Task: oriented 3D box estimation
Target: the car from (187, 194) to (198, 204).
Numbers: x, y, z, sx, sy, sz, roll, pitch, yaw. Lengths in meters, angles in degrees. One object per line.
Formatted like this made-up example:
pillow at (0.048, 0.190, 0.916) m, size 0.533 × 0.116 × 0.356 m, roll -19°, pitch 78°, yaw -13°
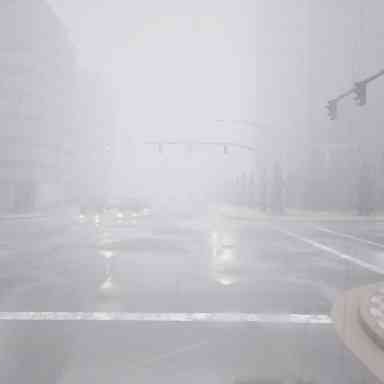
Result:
car at (0.097, 1.547, 66.143) m, size 2.033 × 1.411 × 5.357 m, roll 0°, pitch 0°, yaw 0°

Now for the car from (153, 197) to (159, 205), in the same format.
car at (-6.999, 1.563, 58.373) m, size 1.994 × 1.385 × 4.181 m, roll 0°, pitch 0°, yaw 0°

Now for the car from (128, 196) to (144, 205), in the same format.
car at (-10.460, 1.547, 62.119) m, size 2.033 × 1.411 × 5.357 m, roll 0°, pitch 0°, yaw 1°

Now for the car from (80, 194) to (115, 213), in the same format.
car at (-10.545, 1.221, 36.780) m, size 2.150 × 2.045 × 5.566 m, roll 0°, pitch 0°, yaw 0°

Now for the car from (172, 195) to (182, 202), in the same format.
car at (-3.388, 1.494, 76.045) m, size 2.128 × 1.511 × 4.902 m, roll 0°, pitch 0°, yaw 0°

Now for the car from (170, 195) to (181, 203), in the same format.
car at (-3.402, 1.505, 66.718) m, size 1.837 × 1.490 × 4.892 m, roll 0°, pitch 0°, yaw 0°

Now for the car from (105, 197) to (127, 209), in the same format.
car at (-10.530, 1.477, 46.481) m, size 1.882 × 1.535 × 5.008 m, roll 0°, pitch 0°, yaw 0°

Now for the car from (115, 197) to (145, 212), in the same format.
car at (-7.044, 1.352, 38.123) m, size 2.097 × 1.767 × 4.553 m, roll 0°, pitch 0°, yaw 0°

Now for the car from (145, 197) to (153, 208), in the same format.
car at (-7.026, 1.526, 47.107) m, size 1.812 × 1.442 × 4.674 m, roll 0°, pitch 0°, yaw 0°
